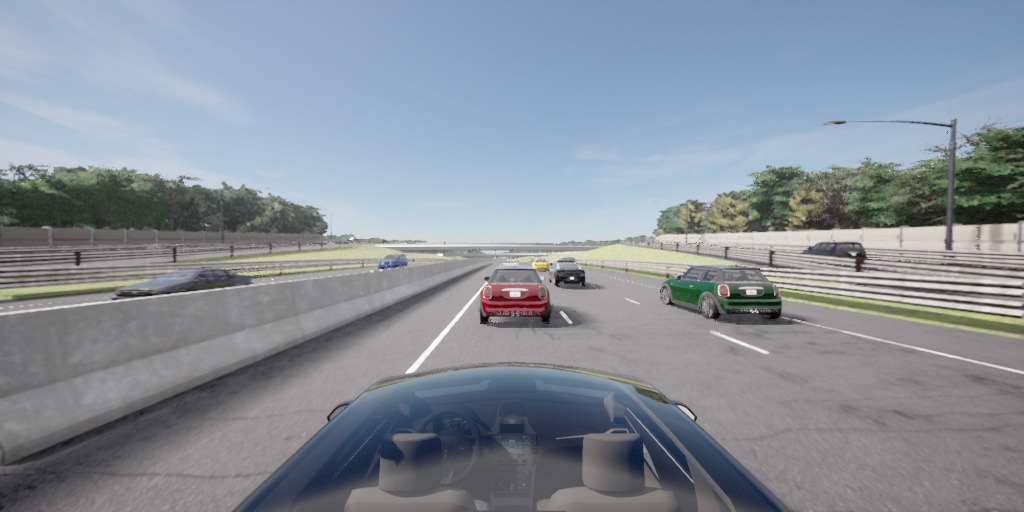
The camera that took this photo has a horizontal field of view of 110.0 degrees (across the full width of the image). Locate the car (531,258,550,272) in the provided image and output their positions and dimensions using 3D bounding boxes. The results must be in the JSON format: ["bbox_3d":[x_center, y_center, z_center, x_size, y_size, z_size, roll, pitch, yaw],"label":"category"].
[{"bbox_3d":[3.418,1.002,43.967,1.801,1.575,5.366,0,0,0],"label":"car"}]

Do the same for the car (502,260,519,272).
[{"bbox_3d":[-0.179,1.147,43.842,1.895,1.301,4.718,0,0,-1],"label":"car"}]

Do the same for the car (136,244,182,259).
[{"bbox_3d":[-39.972,-0.559,40.728,2.128,1.511,4.902,0,3,-12],"label":"car"}]

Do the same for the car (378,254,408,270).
[{"bbox_3d":[-14.220,0.771,43.334,2.150,2.045,5.566,0,0,0],"label":"car"}]

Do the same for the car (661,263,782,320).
[{"bbox_3d":[7.084,1.084,12.735,2.097,1.767,4.553,0,0,0],"label":"car"}]

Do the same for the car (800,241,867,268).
[{"bbox_3d":[25.606,-0.165,28.780,2.150,2.045,5.566,0,3,15],"label":"car"}]

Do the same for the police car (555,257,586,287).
[{"bbox_3d":[3.547,1.087,23.846,1.930,1.638,5.238,0,0,0],"label":"police car"}]

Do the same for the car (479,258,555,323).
[{"bbox_3d":[0.085,1.087,12.239,2.097,1.767,4.553,0,0,0],"label":"car"}]

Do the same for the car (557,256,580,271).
[{"bbox_3d":[6.821,0.899,43.830,2.097,1.767,4.553,0,0,-1],"label":"car"}]

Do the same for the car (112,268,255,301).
[{"bbox_3d":[-14.122,1.262,16.001,2.033,1.411,5.357,0,0,0],"label":"car"}]
